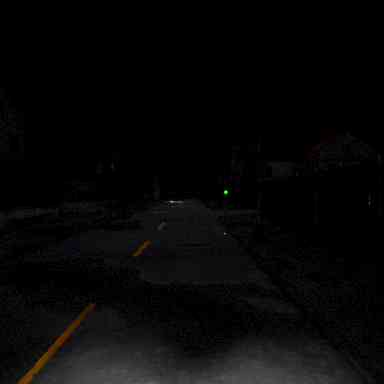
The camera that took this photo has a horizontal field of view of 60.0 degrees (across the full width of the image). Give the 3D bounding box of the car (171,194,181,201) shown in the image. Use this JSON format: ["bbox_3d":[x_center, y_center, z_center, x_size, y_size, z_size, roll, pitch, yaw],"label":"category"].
[{"bbox_3d":[-4.000,1.438,83.835,2.150,2.045,5.566,0,0,0],"label":"car"}]
